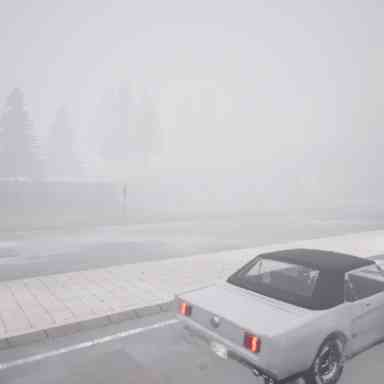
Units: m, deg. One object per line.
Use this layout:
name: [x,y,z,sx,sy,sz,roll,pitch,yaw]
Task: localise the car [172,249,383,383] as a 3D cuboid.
car: [2.134,1.600,5.268,4.718,1.301,1.895,0,0,-36]
